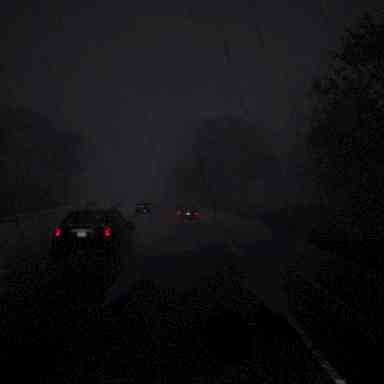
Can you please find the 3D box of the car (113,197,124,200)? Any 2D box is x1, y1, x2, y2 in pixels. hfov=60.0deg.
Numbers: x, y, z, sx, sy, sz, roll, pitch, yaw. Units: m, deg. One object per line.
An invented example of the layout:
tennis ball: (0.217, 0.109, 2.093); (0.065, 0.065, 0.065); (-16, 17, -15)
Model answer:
car: (-10.208, 1.484, 46.082); (1.882, 1.535, 5.008); (0, 0, -11)

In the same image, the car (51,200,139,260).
car: (-3.487, 1.355, 12.562); (2.097, 1.767, 4.553); (0, 0, -1)

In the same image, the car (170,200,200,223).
car: (-0.426, 1.555, 25.256); (2.033, 1.411, 5.357); (0, 0, -3)

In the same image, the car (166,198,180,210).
car: (-2.344, 1.505, 42.867); (2.128, 1.511, 4.902); (0, 0, -9)

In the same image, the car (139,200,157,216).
car: (-4.493, 1.499, 32.329); (2.128, 1.511, 4.902); (0, 0, -5)
